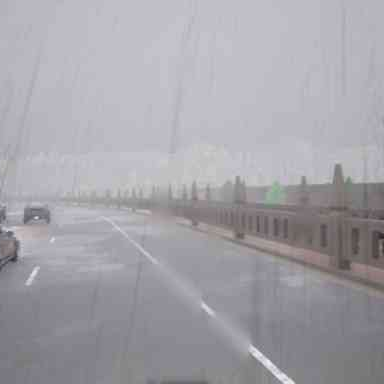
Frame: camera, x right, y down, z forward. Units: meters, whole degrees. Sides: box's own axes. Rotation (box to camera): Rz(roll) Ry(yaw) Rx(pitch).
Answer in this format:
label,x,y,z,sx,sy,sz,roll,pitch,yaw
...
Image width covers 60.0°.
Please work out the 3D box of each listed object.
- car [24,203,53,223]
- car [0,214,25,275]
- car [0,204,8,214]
label,x,y,z,sx,sy,sz,roll,pitch,yaw
car,-12.373,1.634,26.796,1.837,1.490,4.892,-1,0,-22
car,-6.184,1.603,9.358,1.812,1.442,4.674,-1,0,-19
car,-16.208,1.673,26.900,1.882,1.535,5.008,-1,0,-23
